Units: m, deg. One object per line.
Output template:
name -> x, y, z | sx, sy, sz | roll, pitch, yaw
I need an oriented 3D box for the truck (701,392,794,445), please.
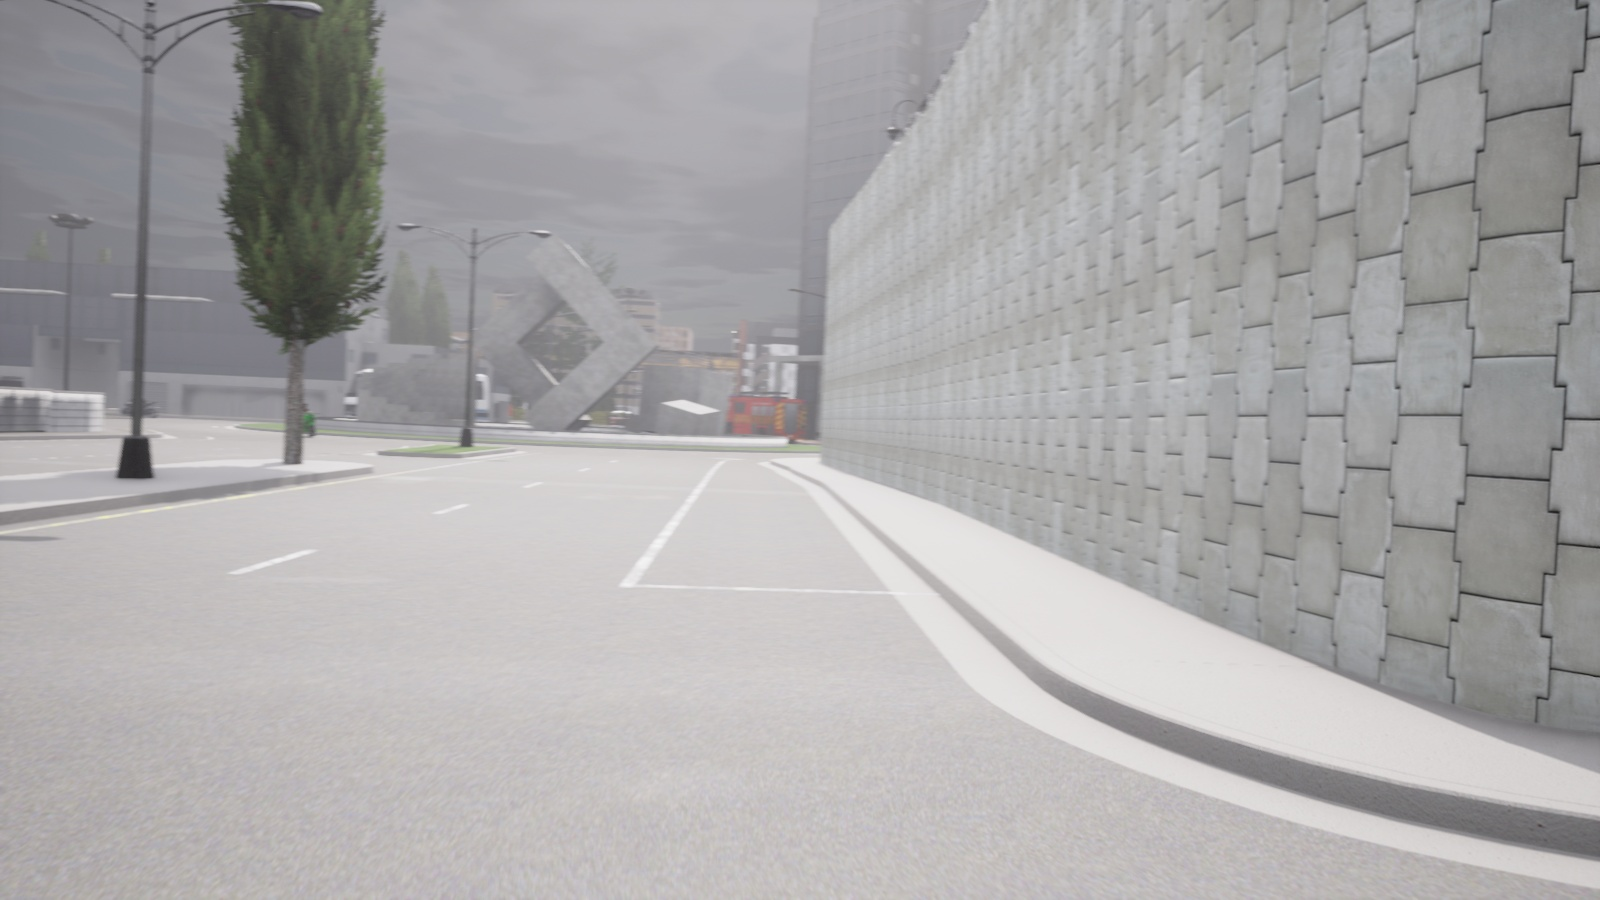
truck -> -4.098, -2.428, 95.343 | 2.891, 3.827, 8.468 | 1, 1, -34

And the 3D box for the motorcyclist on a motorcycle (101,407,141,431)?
motorcyclist on a motorcycle -> -44.924, -2.024, 83.072 | 2.191, 1.530, 0.866 | 1, 1, -15

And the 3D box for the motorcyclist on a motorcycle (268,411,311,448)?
motorcyclist on a motorcycle -> -22.344, -0.906, 54.941 | 2.044, 1.523, 0.797 | 2, 2, 38

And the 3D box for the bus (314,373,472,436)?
bus -> -29.793, -3.239, 92.291 | 10.273, 4.253, 3.944 | 1, 1, -37
